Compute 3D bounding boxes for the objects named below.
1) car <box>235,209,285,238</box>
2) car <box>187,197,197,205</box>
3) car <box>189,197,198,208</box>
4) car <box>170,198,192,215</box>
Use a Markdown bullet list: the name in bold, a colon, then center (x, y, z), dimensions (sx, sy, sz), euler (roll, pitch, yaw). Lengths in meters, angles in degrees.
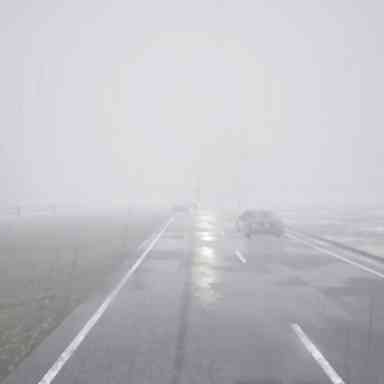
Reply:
- **car**: center (3.586, 1.653, 18.371), dimensions (2.033, 1.411, 5.357), euler (0, 0, 0)
- **car**: center (-0.058, 1.887, 71.637), dimensions (2.128, 1.511, 4.902), euler (0, 0, 0)
- **car**: center (-0.044, 1.966, 53.953), dimensions (1.895, 1.301, 4.718), euler (0, 0, 0)
- **car**: center (-1.255, 1.754, 36.729), dimensions (1.812, 1.442, 4.674), euler (0, 0, 0)
